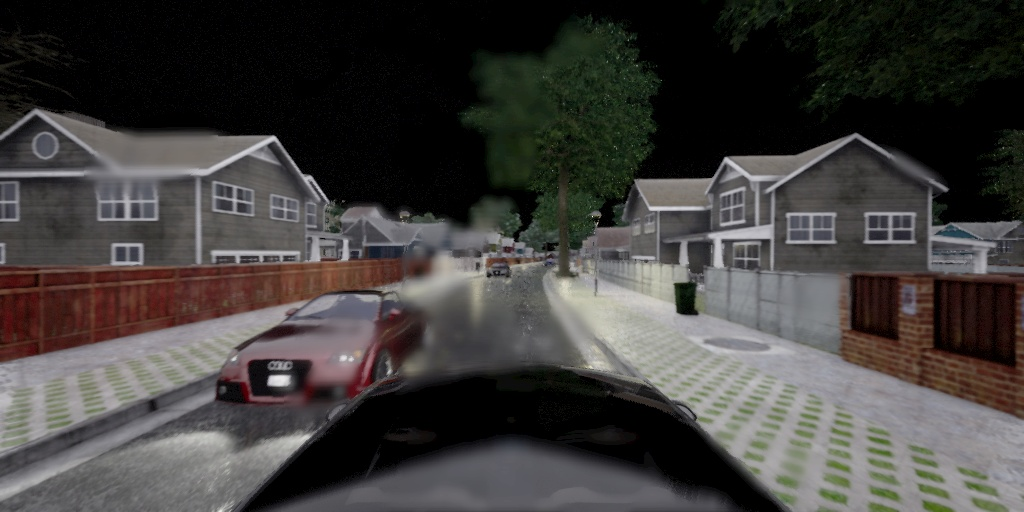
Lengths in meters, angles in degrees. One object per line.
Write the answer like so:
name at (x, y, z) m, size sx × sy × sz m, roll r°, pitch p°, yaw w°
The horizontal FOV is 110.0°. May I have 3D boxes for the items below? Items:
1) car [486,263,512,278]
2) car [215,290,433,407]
car at (-1.155, 1.335, 33.786) m, size 1.994 × 1.385 × 4.181 m, roll 0°, pitch 0°, yaw 6°
car at (-2.758, 1.308, 6.290) m, size 1.994 × 1.385 × 4.181 m, roll 0°, pitch 0°, yaw 1°
